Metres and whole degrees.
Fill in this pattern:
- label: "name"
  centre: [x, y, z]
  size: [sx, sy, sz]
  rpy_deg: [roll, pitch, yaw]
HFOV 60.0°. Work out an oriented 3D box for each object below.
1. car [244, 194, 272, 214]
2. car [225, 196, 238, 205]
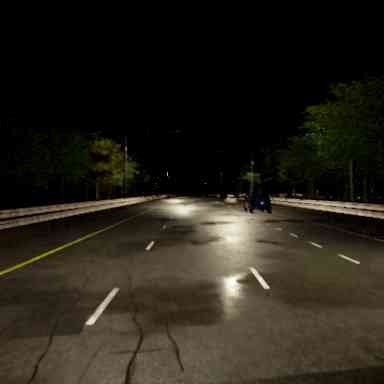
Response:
- label: "car"
  centre: [7.021, 1.208, 35.909]
  size: [2.150, 2.045, 5.566]
  rpy_deg: [0, 0, 0]
- label: "car"
  centre: [7.036, 1.502, 59.829]
  size: [1.812, 1.442, 4.674]
  rpy_deg: [0, 0, 0]
